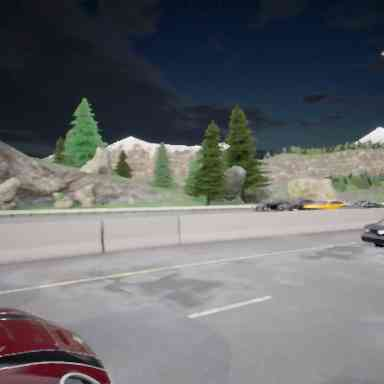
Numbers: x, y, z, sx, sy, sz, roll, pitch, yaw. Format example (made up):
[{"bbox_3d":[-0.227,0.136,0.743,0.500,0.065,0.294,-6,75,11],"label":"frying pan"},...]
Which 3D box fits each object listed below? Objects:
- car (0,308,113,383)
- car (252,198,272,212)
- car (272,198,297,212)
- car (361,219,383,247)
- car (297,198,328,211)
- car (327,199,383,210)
[{"bbox_3d":[-2.659,1.341,1.727,4.553,1.767,2.097,0,0,-36],"label":"car"},{"bbox_3d":[8.987,1.417,37.041,4.902,1.511,2.128,0,0,-25],"label":"car"},{"bbox_3d":[11.016,1.441,34.125,4.892,1.490,1.837,0,0,-24],"label":"car"},{"bbox_3d":[9.171,1.529,13.422,5.357,1.411,2.033,0,0,-29],"label":"car"},{"bbox_3d":[12.687,1.423,31.054,5.008,1.535,1.882,0,0,-24],"label":"car"},{"bbox_3d":[14.221,1.448,27.903,4.902,1.511,2.128,0,0,-24],"label":"car"}]
